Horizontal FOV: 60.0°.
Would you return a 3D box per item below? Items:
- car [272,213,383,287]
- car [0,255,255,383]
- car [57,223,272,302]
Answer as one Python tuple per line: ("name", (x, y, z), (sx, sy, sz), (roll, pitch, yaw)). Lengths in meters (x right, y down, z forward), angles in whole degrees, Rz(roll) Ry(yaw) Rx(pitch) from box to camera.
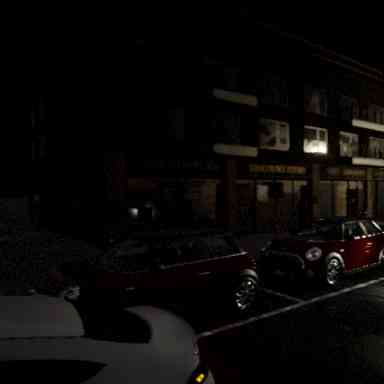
("car", (3.752, 1.439, 9.215), (4.097, 1.590, 1.967), (0, -1, -35))
("car", (-1.961, 1.524, 1.982), (4.674, 1.442, 1.812), (0, 0, -35))
("car", (-0.752, 1.438, 6.006), (4.097, 1.590, 1.967), (0, -1, -35))
